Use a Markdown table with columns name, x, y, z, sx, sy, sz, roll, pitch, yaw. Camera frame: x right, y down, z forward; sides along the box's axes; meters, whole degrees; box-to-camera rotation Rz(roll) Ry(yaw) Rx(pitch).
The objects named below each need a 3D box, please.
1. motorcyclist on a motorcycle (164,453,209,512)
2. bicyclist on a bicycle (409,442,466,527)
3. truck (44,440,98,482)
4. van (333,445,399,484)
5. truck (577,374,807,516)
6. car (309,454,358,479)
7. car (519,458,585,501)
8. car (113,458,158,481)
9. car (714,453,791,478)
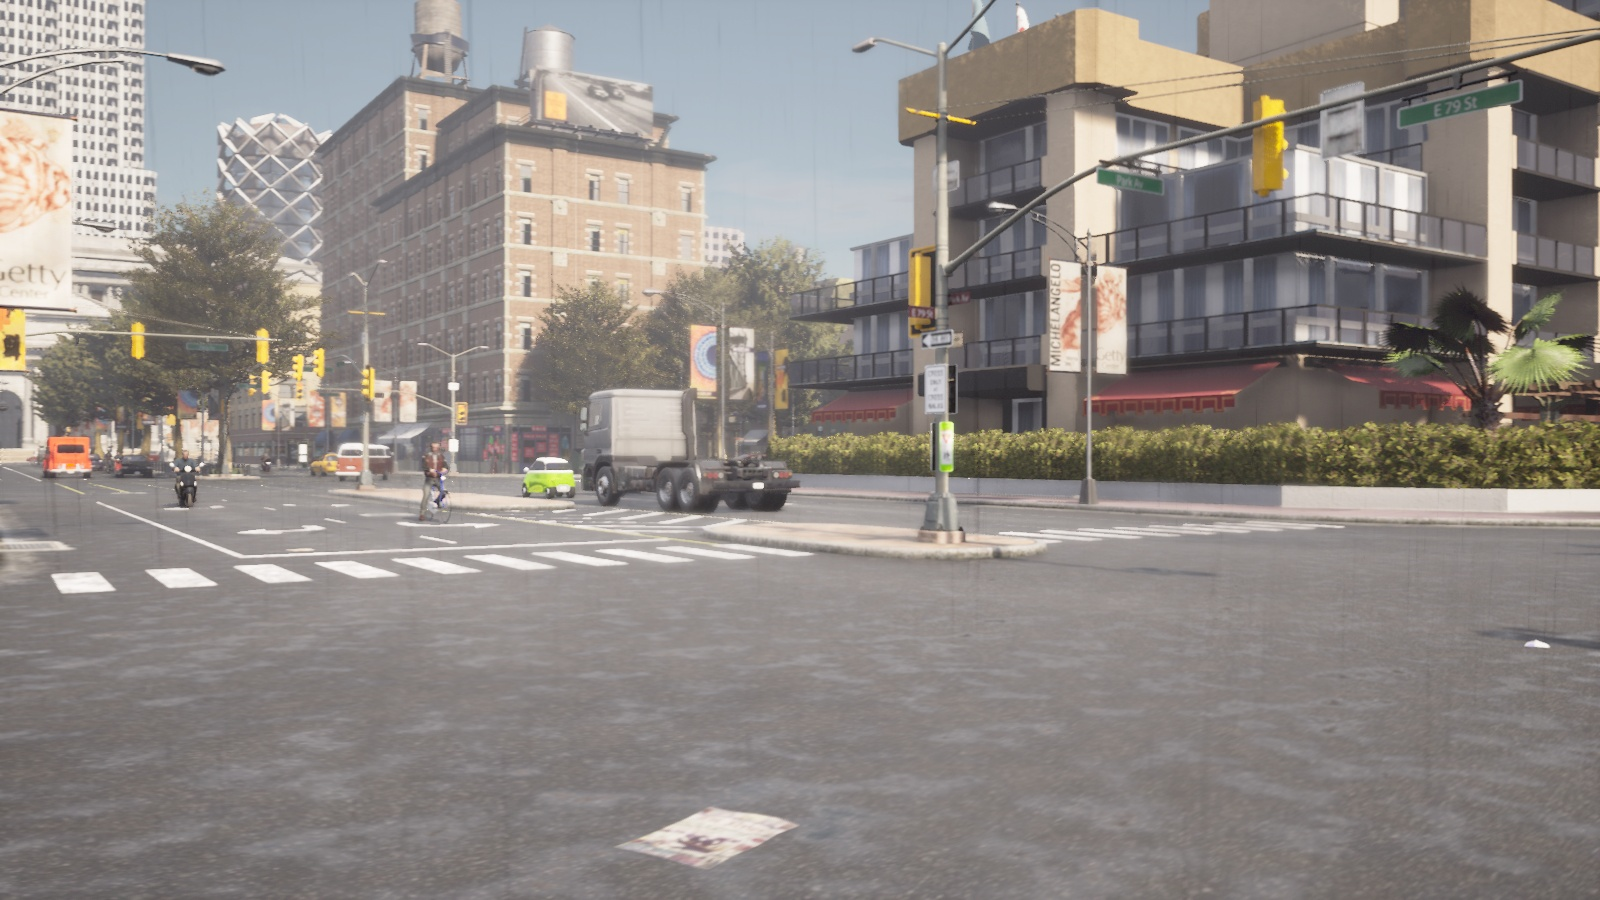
| name | x | y | z | sx | sy | sz | roll | pitch | yaw |
| --- | --- | --- | --- | --- | --- | --- | --- | --- | --- |
| motorcyclist on a motorcycle | -17.015 | 0.872 | 34.800 | 0.866 | 1.590 | 1.817 | 0 | 0 | -34 |
| bicyclist on a bicycle | -7.927 | 0.737 | 27.406 | 0.659 | 1.776 | 1.843 | 0 | 0 | -33 |
| truck | -44.146 | 0.658 | 75.986 | 2.627 | 2.467 | 5.204 | 0 | 0 | -33 |
| van | -23.558 | 0.783 | 68.334 | 2.069 | 2.038 | 4.480 | 0 | 0 | 0 |
| truck | -3.221 | -0.103 | 34.798 | 2.891 | 3.462 | 7.936 | 0 | 0 | -33 |
| car | -30.928 | 1.070 | 83.133 | 1.801 | 1.575 | 5.366 | 0 | 0 | -34 |
| car | -8.456 | 0.977 | 42.732 | 1.481 | 1.376 | 2.207 | 0 | 0 | -33 |
| car | -41.685 | 1.194 | 78.739 | 2.033 | 1.411 | 5.357 | 0 | 0 | -33 |
| car | -2.986 | 0.985 | 79.730 | 4.514 | 1.525 | 2.007 | 0 | 0 | -34 |
